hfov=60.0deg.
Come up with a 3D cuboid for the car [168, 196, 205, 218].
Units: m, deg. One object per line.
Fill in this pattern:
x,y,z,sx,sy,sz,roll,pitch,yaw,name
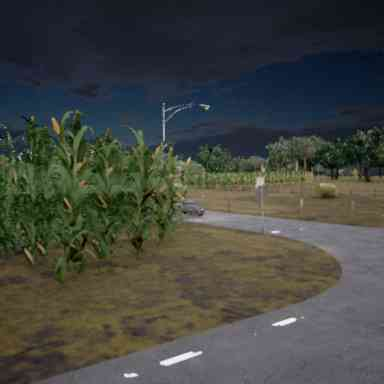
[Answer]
-0.904,1.092,25.836,1.837,1.490,4.892,-1,2,-35,car
